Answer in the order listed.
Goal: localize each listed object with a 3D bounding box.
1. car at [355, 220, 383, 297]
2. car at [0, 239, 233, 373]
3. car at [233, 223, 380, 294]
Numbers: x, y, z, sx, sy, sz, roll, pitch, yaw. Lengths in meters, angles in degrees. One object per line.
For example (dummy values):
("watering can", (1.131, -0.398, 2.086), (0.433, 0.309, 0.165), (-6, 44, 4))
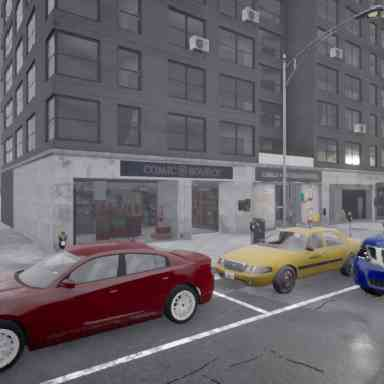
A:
("car", (5.955, 1.221, 7.518), (5.566, 2.045, 2.150), (0, 0, -36))
("car", (-1.682, 1.545, 5.569), (4.507, 1.381, 1.887), (0, 0, -36))
("car", (2.791, 1.525, 8.768), (4.829, 1.417, 1.752), (0, 0, -36))
